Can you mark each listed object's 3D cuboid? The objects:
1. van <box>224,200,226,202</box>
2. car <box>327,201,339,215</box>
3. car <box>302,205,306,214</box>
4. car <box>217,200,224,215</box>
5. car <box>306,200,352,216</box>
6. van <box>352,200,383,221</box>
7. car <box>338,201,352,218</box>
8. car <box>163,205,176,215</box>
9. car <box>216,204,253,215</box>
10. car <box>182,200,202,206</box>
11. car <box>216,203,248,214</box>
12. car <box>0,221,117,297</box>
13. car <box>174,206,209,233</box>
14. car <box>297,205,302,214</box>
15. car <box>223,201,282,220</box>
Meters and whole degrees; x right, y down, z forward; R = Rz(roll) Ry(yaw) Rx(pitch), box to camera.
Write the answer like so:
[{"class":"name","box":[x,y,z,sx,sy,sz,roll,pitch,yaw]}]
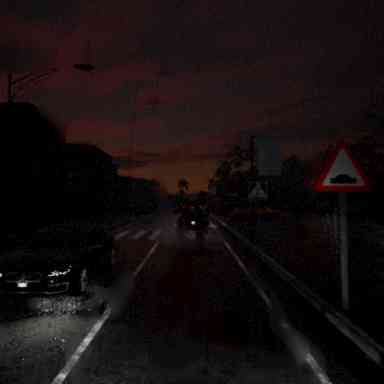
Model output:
[{"class":"van","box":[6.318,1.934,38.671,4.442,1.987,1.878,0,-2,-1]},{"class":"car","box":[18.665,2.123,37.624,5.366,1.575,1.946,0,-2,-1]},{"class":"car","box":[18.387,2.438,46.125,4.892,1.521,2.231,0,-2,-1]},{"class":"car","box":[6.170,2.131,44.859,5.566,2.045,2.435,0,-2,-1]},{"class":"car","box":[18.402,2.073,43.345,5.566,2.045,2.435,0,-2,-1]},{"class":"van","box":[18.410,1.737,32.175,4.442,1.987,1.878,0,-2,0]},{"class":"car","box":[18.688,2.040,34.964,5.366,1.575,1.946,0,-2,0]},{"class":"car","box":[-3.452,2.813,52.724,1.837,1.490,4.892,0,-3,0]},{"class":"car","box":[6.107,2.504,47.764,5.008,1.535,2.097,0,-2,-1]},{"class":"car","box":[0.016,1.980,40.534,2.150,2.045,5.566,0,-2,0]},{"class":"car","box":[6.093,2.505,50.802,4.553,1.767,2.185,0,-2,-1]},{"class":"car","box":[-3.357,1.610,9.011,1.837,1.490,4.892,0,-1,0]},{"class":"car","box":[0.071,1.825,21.781,1.994,1.385,4.181,0,-1,0]},{"class":"car","box":[18.329,2.297,48.802,5.566,2.045,2.435,0,-2,-1]},{"class":"car","box":[6.069,1.973,32.709,5.366,1.575,1.946,0,-2,0]}]
